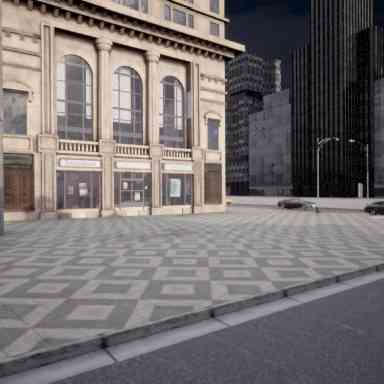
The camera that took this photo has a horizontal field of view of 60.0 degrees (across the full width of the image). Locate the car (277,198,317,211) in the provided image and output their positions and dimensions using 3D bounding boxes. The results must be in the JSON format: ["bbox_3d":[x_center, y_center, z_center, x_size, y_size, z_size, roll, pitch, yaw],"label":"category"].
[{"bbox_3d":[12.221,1.439,38.881,2.128,1.511,4.902,-1,0,-34],"label":"car"}]

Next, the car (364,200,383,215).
[{"bbox_3d":[18.134,1.502,30.192,1.812,1.442,4.674,-1,0,-34],"label":"car"}]

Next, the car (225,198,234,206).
[{"bbox_3d":[4.278,1.384,50.628,1.882,1.535,5.008,-1,0,-34],"label":"car"}]
